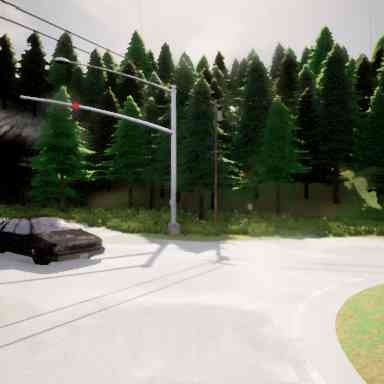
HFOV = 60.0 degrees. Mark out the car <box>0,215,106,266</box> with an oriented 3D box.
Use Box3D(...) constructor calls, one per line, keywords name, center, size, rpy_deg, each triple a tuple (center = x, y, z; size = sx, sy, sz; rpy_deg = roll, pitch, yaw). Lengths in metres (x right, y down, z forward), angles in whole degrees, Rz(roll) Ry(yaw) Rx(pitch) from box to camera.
Box3D(name="car", center=(-5.415, 1.553, 11.831), size=(5.357, 1.411, 2.033), rpy_deg=(0, 0, 38))
